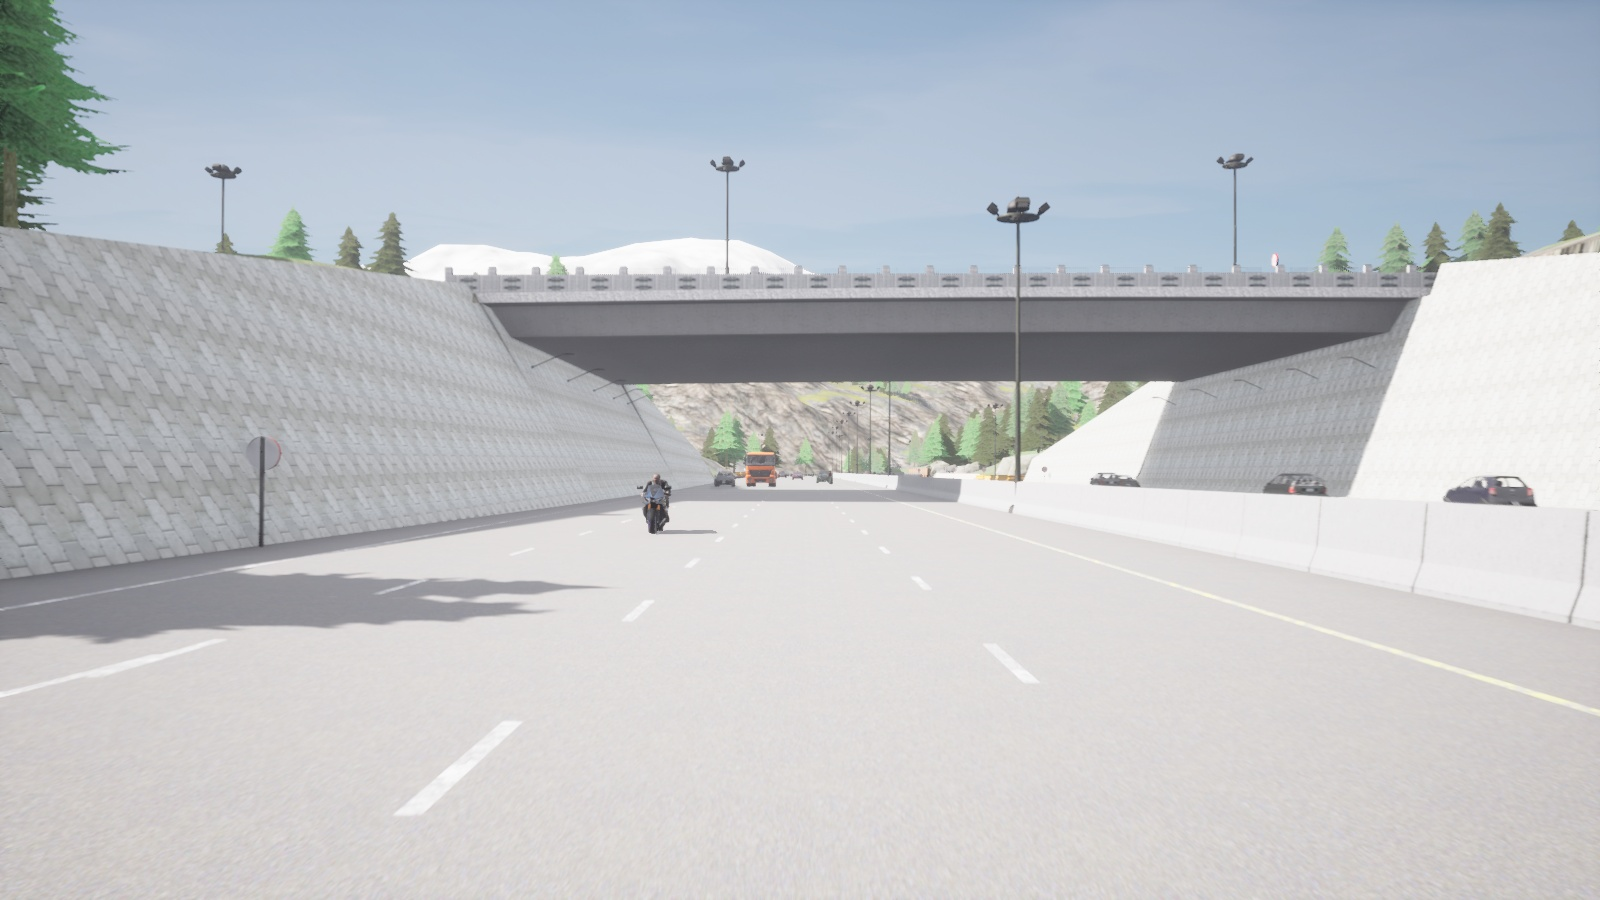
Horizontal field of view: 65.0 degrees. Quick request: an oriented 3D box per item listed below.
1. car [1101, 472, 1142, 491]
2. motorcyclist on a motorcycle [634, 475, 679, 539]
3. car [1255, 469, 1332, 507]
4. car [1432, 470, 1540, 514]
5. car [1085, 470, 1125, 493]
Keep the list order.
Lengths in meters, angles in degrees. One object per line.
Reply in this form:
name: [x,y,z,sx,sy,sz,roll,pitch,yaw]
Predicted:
car: [24.280,2.373,95.055,1.994,1.385,4.181,0,-1,0]
motorcyclist on a motorcycle: [-3.576,1.390,31.436,0.866,1.530,2.191,0,-1,0]
car: [20.871,1.602,53.293,1.789,1.549,3.705,0,-1,0]
car: [24.391,1.481,44.786,1.845,1.501,3.633,0,-1,0]
car: [20.793,2.144,85.689,1.789,1.549,3.705,0,-1,0]
